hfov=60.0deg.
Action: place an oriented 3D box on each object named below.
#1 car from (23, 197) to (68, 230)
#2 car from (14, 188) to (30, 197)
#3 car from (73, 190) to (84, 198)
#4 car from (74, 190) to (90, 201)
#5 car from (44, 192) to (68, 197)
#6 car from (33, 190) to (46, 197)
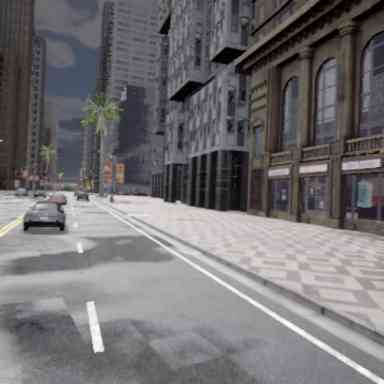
[{"bbox_3d":[-7.802,1.197,17.906,1.994,1.385,4.181,3,0,-20],"label":"car"},{"bbox_3d":[-29.793,0.119,58.267,1.812,1.442,4.674,3,0,-20],"label":"car"},{"bbox_3d":[-25.529,0.377,74.799,2.128,1.511,4.902,3,0,-20],"label":"car"},{"bbox_3d":[-18.012,0.652,54.811,1.837,1.490,4.892,3,0,-20],"label":"car"},{"bbox_3d":[-14.618,0.857,36.299,1.994,1.385,4.181,3,0,-20],"label":"car"},{"bbox_3d":[-25.456,0.399,55.865,1.895,1.301,4.718,3,0,-20],"label":"car"}]
